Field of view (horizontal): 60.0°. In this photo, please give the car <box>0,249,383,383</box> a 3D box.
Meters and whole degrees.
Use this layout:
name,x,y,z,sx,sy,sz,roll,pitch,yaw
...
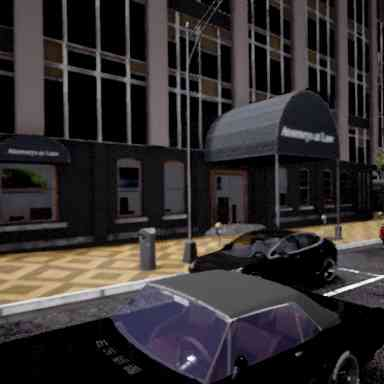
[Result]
name,x,y,z,sx,sy,sz,roll,pitch,yaw
car,0.002,1.626,3.369,4.718,1.301,1.895,0,-1,-37

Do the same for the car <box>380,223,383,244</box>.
name,x,y,z,sx,sy,sz,roll,pitch,yaw
car,10.181,1.412,14.498,5.009,1.841,2.192,0,-1,-37

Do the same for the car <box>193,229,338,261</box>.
name,x,y,z,sx,sy,sz,roll,pitch,yaw
car,1.926,1.626,8.267,4.313,1.339,1.947,0,-1,-37
